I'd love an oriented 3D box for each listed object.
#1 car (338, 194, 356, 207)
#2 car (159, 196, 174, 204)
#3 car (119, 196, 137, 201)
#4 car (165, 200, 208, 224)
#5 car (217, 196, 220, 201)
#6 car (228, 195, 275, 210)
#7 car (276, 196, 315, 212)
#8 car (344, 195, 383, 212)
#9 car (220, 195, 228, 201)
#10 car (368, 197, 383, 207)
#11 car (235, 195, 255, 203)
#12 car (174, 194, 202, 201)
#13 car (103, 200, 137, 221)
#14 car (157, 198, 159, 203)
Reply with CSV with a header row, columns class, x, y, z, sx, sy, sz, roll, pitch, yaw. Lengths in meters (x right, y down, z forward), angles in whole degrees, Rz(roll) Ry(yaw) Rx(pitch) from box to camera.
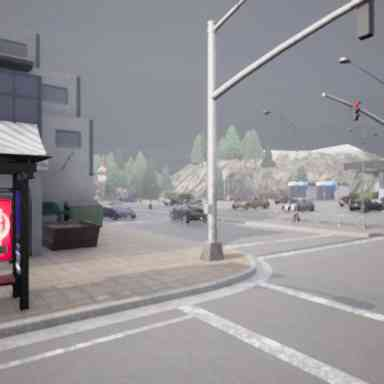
class,x,y,z,sx,sy,sz,roll,pitch,yaw
car,23.159,1.244,47.976,4.605,1.855,1.932,0,0,-36
car,-2.289,1.262,52.873,4.605,1.855,1.932,0,0,-36
car,-13.033,1.538,68.037,3.633,1.501,1.845,0,0,-36
car,-0.268,1.682,26.431,1.837,1.490,4.892,2,-1,-23
car,8.093,1.479,83.251,4.514,1.523,2.007,0,0,-36
car,7.216,1.317,40.370,5.027,1.636,2.152,0,0,-36
car,11.227,1.396,35.350,3.806,1.475,1.970,0,0,-36
car,19.088,1.454,36.495,4.514,1.523,2.007,0,0,-36
car,9.968,1.470,80.736,5.027,1.636,2.152,0,0,-36
car,30.020,1.500,52.960,3.806,1.475,1.970,0,0,-36
car,10.658,1.466,66.638,3.633,1.501,1.845,0,0,-36
car,-0.257,1.241,50.755,3.866,1.878,1.905,0,0,-36
car,-6.543,1.691,29.106,1.812,1.442,4.674,0,0,-36
car,-5.268,1.541,69.952,3.806,1.475,1.970,0,0,-36
